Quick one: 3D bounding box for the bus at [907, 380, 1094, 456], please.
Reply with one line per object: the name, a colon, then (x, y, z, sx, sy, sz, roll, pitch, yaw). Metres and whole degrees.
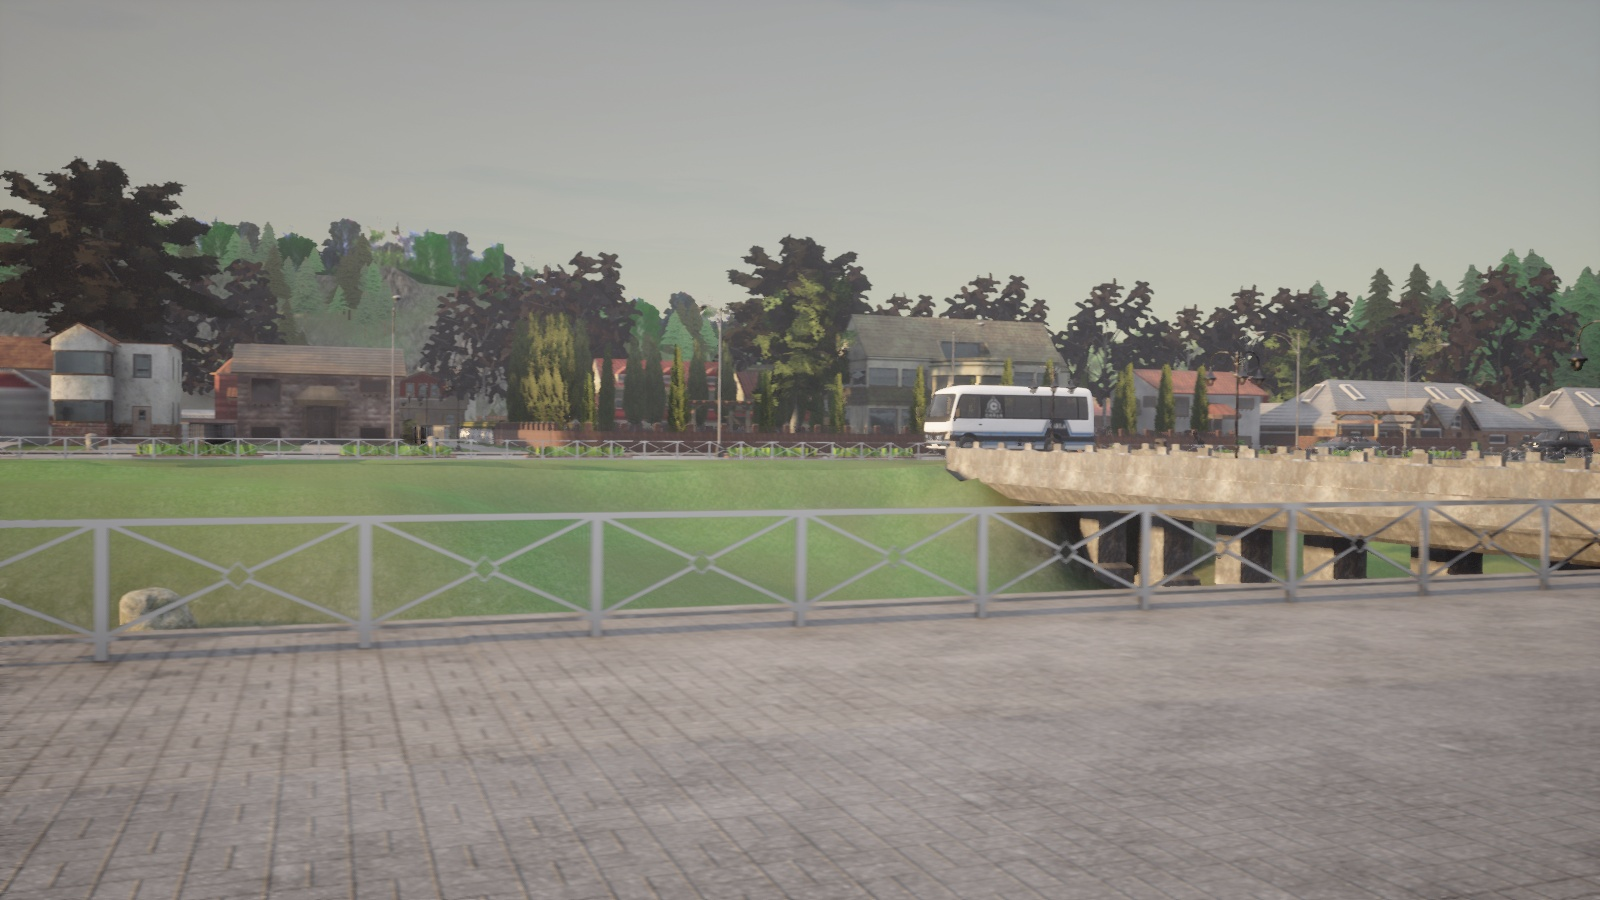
bus: (11.843, -1.918, 74.238, 10.273, 4.253, 3.944, -1, 1, -21)

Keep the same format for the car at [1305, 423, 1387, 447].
car: (36.324, -1.003, 83.541, 4.902, 1.511, 2.128, -1, 1, -21)
